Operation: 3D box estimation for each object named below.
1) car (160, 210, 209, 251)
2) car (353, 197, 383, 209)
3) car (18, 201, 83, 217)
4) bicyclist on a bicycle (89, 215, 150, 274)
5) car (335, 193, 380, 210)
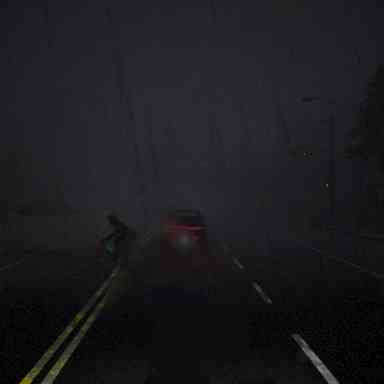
[{"bbox_3d":[-0.325,1.491,14.102,2.128,1.511,4.902,0,0,-2],"label":"car"},{"bbox_3d":[21.902,1.545,38.869,4.718,1.301,1.895,0,0,-2],"label":"car"},{"bbox_3d":[-12.940,1.514,30.551,5.357,1.411,2.033,1,0,-2],"label":"car"},{"bbox_3d":[-2.007,1.455,9.129,1.656,1.620,0.582,-2,0,-2],"label":"bicyclist on a bicycle"},{"bbox_3d":[21.115,1.166,42.344,5.566,2.045,2.150,0,0,-2],"label":"car"}]
